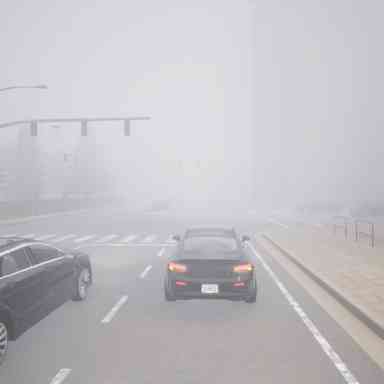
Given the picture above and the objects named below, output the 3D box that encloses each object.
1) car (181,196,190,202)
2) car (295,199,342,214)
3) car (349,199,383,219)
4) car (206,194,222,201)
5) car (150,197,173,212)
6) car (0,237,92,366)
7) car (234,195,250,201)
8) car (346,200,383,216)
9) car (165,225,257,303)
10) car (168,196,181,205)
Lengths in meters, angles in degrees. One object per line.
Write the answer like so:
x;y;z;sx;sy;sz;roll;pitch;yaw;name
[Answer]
-1.822;1.552;73.801;1.994;1.385;4.181;0;0;15;car
13.828;1.560;36.493;4.892;1.490;1.837;0;0;3;car
16.410;1.407;29.193;4.553;1.767;2.097;0;0;3;car
5.783;1.346;86.389;2.097;1.767;4.553;0;0;42;car
-3.868;1.566;39.368;1.994;1.385;4.181;0;0;-13;car
-3.214;1.492;5.466;2.128;1.511;4.902;0;0;4;car
13.235;1.524;88.100;4.674;1.442;1.812;0;0;-34;car
18.082;1.560;32.787;4.892;1.490;1.837;0;0;2;car
0.456;1.526;8.119;1.812;1.442;4.674;0;0;4;car
-3.751;1.504;60.806;1.837;1.490;4.892;0;0;4;car
